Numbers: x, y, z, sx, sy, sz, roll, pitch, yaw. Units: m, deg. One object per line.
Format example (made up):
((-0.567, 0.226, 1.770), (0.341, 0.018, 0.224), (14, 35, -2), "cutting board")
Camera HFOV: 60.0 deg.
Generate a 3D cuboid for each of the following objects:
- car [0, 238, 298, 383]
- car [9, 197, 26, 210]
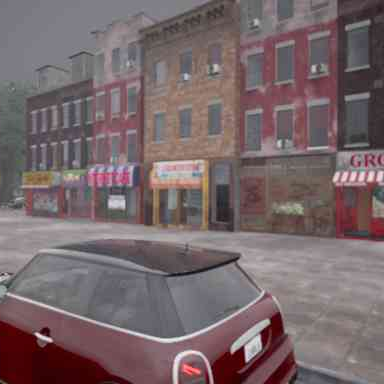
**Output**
((-1.192, 1.377, 4.118), (4.553, 1.767, 2.097), (-1, 0, 36), "car")
((-18.199, 1.311, 38.067), (1.837, 1.490, 4.892), (1, 2, 37), "car")
